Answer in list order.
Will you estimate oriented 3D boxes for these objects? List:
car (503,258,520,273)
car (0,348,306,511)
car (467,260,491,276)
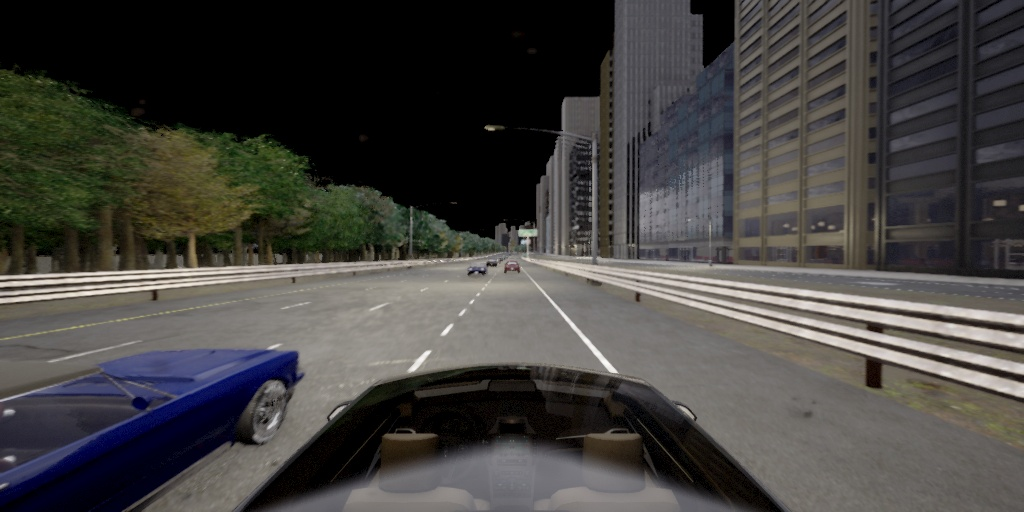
[{"bbox_3d":[0.025,1.313,44.928,1.812,1.442,4.674,0,0,0],"label":"car"},{"bbox_3d":[-3.499,1.353,2.325,1.895,1.301,4.718,0,0,0],"label":"car"},{"bbox_3d":[-3.553,1.380,38.001,1.895,1.301,4.718,0,0,0],"label":"car"}]
